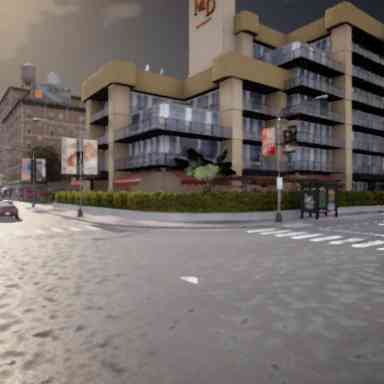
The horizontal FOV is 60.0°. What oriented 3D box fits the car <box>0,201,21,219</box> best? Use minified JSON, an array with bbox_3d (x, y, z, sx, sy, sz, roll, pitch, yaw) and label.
[{"bbox_3d":[-15.851,1.520,28.032,1.812,1.442,4.674,0,0,-36],"label":"car"}]
